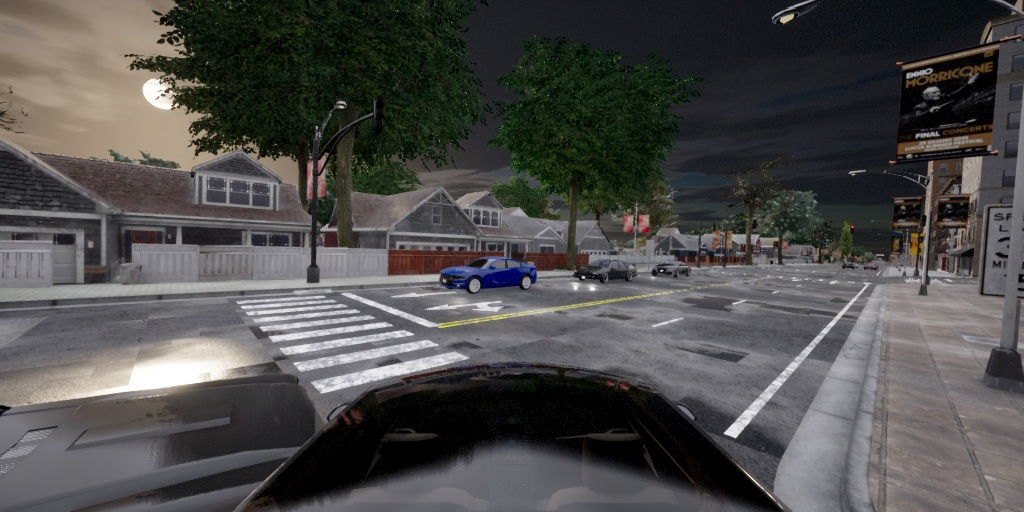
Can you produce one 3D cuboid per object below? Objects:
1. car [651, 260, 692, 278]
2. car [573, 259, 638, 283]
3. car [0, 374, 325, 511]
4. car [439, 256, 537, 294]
[{"bbox_3d":[13.509,1.024,30.276,4.181,1.385,1.994,1,2,-44],"label":"car"},{"bbox_3d":[6.249,0.924,23.421,5.357,1.411,2.033,1,2,-43],"label":"car"},{"bbox_3d":[-3.317,1.273,1.403,4.718,1.301,1.895,1,2,-33],"label":"car"},{"bbox_3d":[-0.980,0.776,16.567,5.008,1.535,1.882,1,3,-43],"label":"car"}]
